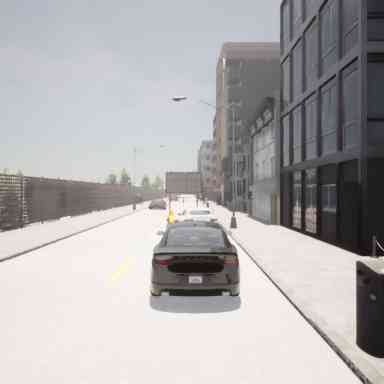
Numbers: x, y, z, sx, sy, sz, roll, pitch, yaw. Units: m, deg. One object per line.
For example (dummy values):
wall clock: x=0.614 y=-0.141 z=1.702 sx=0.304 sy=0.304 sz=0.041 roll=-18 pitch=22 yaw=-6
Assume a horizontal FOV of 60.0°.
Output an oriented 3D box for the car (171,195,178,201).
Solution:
car: x=-4.328 y=1.491 z=79.746 sx=2.128 sy=1.511 sz=4.902 roll=0 pitch=0 yaw=0

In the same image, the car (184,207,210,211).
car: x=0.245 y=1.542 z=17.996 sx=1.812 sy=1.442 sz=4.674 roll=-1 pitch=-1 yaw=-6

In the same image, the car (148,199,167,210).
car: x=-4.271 y=1.564 z=41.652 sx=1.994 sy=1.385 sz=4.181 roll=0 pitch=0 yaw=0

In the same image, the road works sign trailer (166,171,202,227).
road works sign trailer: x=-0.570 y=0.464 z=21.512 sx=2.380 sy=3.560 sz=2.880 roll=0 pitch=0 yaw=-16

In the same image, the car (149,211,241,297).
car: x=0.063 y=1.478 z=8.652 sx=1.882 sy=1.535 sz=5.008 roll=0 pitch=0 yaw=0
